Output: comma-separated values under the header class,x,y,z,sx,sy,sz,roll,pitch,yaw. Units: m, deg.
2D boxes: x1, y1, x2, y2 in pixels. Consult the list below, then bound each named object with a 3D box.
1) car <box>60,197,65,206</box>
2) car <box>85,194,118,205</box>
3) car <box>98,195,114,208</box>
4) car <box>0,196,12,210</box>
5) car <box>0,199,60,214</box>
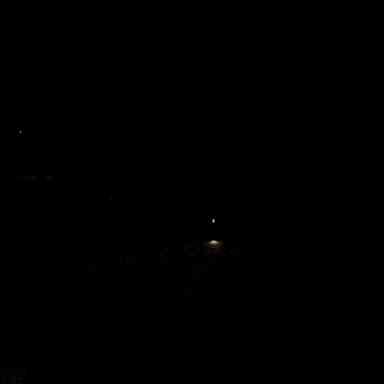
class,x,y,z,sx,sy,sz,roll,pitch,yaw
car,-16.251,1.130,44.569,2.008,1.369,4.403,2,2,35
car,-13.235,1.081,48.807,1.947,1.339,4.313,2,2,35
car,-9.002,1.243,40.054,1.802,1.307,4.206,2,2,35
car,-22.385,1.231,35.954,1.752,1.417,4.829,2,2,35
car,-15.240,1.340,31.292,2.008,1.369,4.403,2,2,35
